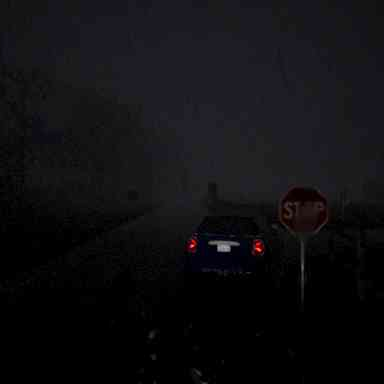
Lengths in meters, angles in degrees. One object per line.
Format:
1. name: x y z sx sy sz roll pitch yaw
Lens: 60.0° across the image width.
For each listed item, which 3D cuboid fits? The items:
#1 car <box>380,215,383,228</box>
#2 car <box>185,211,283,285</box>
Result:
1. car: 12.778 1.259 18.002 4.553 1.767 2.097 0 0 1
2. car: 1.406 1.326 9.778 2.097 1.767 4.553 0 0 18
